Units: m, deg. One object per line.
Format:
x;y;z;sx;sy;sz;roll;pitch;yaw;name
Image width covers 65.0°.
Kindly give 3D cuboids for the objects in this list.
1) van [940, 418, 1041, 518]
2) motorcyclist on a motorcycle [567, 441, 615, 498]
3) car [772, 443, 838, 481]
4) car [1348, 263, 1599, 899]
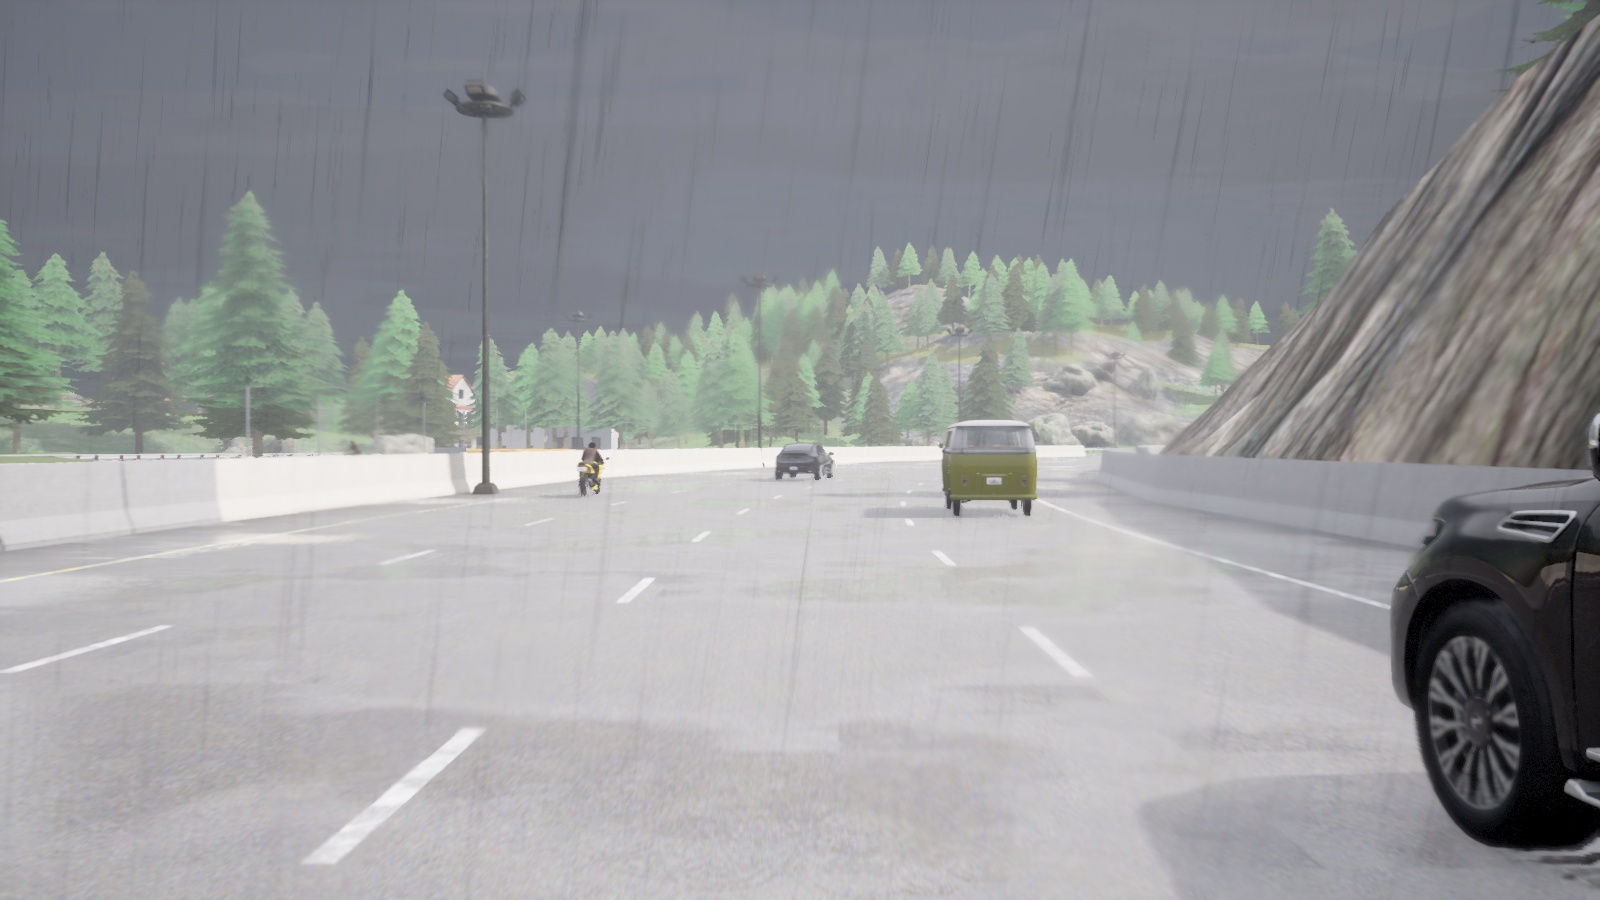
4.038;0.351;27.189;1.775;1.987;4.442;0;0;4;van
-5.846;0.528;35.191;0.797;1.523;2.044;1;0;6;motorcyclist on a motorcycle
0.259;0.463;51.845;1.837;1.490;4.892;0;0;11;car
3.532;0.453;2.870;2.150;2.045;5.566;0;0;0;car
